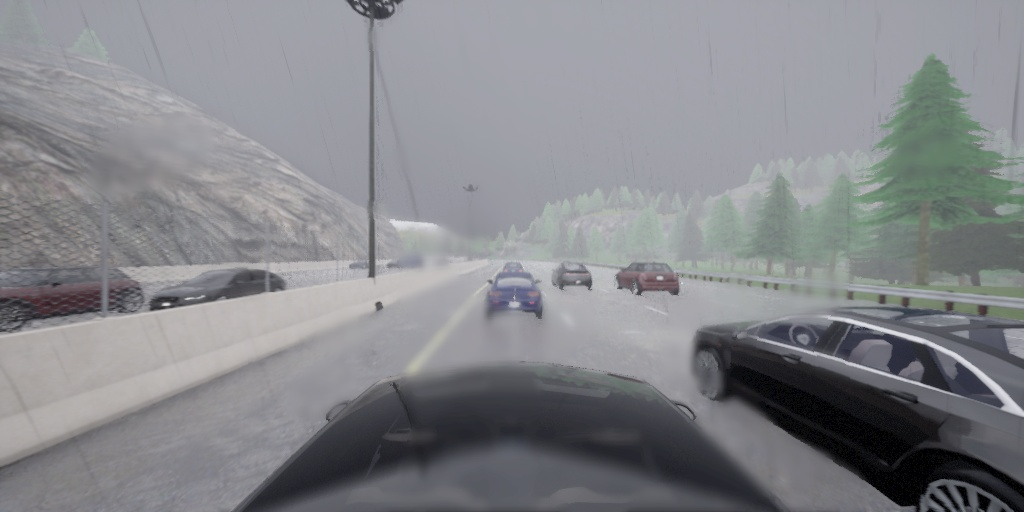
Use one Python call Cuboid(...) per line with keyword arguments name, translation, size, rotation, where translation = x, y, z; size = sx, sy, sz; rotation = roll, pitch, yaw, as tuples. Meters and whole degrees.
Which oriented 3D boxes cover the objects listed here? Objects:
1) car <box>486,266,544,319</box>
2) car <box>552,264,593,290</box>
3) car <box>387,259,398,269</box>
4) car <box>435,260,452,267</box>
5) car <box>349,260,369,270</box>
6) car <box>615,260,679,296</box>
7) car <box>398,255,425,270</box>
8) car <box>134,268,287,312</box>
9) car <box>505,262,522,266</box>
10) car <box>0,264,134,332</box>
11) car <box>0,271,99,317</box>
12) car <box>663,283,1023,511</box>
Cuboid(name="car", translation=(0.086, 1.260, 12.689), size=(1.812, 1.442, 4.674), rotation=(0, 0, 0))
Cuboid(name="car", translation=(3.601, 1.212, 21.906), size=(2.128, 1.511, 4.902), rotation=(0, 0, 0))
Cuboid(name="car", translation=(-17.547, 1.150, 55.063), size=(1.882, 1.535, 5.008), rotation=(0, 0, 1))
Cuboid(name="car", translation=(-10.551, 1.235, 55.603), size=(1.994, 1.385, 4.181), rotation=(0, 0, 1))
Cuboid(name="car", translation=(-21.053, 1.226, 50.727), size=(2.033, 1.411, 5.357), rotation=(0, 0, 1))
Cuboid(name="car", translation=(7.102, 1.076, 19.306), size=(2.097, 1.767, 4.553), rotation=(0, 0, 0))
Cuboid(name="car", translation=(-14.066, 0.899, 51.447), size=(2.150, 2.045, 5.566), rotation=(0, 0, 0))
Cuboid(name="car", translation=(-10.597, 1.238, 13.447), size=(1.837, 1.490, 4.892), rotation=(0, 0, 0))
Cuboid(name="car", translation=(0.101, 1.254, 31.036), size=(2.033, 1.411, 5.357), rotation=(0, 0, 0))
Cuboid(name="car", translation=(-14.098, 1.089, 10.755), size=(2.097, 1.767, 4.553), rotation=(0, 0, 0))
Cuboid(name="car", translation=(-17.597, 1.299, 12.309), size=(1.994, 1.385, 4.181), rotation=(0, 0, 0))
Cuboid(name="car", translation=(3.600, 1.239, 3.461), size=(2.128, 1.511, 4.902), rotation=(0, 0, 0))
